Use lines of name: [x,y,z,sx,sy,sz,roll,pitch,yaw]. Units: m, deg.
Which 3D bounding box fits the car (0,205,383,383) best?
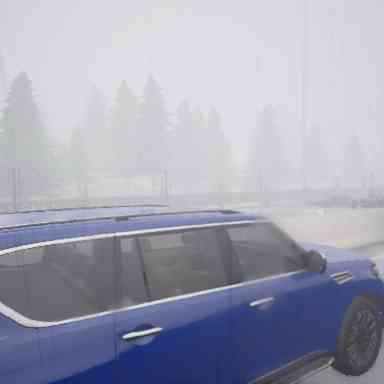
car: [-0.073,1.161,3.679,5.566,2.045,2.150,-2,1,-35]
